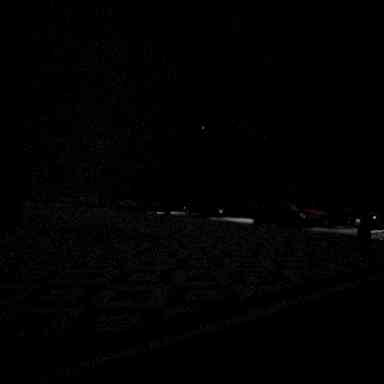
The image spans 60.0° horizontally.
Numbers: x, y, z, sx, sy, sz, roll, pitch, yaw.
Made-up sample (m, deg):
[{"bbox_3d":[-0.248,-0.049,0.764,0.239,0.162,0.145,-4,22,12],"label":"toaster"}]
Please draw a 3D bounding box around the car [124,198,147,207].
[{"bbox_3d":[-9.622,1.706,56.493,2.008,1.369,4.403,2,-1,-36],"label":"car"}]

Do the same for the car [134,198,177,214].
[{"bbox_3d":[-3.786,1.471,33.687,1.887,1.381,4.507,2,-1,-36],"label":"car"}]

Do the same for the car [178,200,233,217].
[{"bbox_3d":[1.151,1.483,31.367,2.128,1.511,4.902,2,-1,-36],"label":"car"}]

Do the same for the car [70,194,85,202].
[{"bbox_3d":[-28.771,1.468,83.271,2.192,1.841,5.009,2,-1,-36],"label":"car"}]

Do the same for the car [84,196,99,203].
[{"bbox_3d":[-22.490,1.679,74.481,1.752,1.417,4.829,2,-1,-36],"label":"car"}]

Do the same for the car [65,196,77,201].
[{"bbox_3d":[-32.067,1.678,87.868,1.752,1.417,4.829,2,-1,-36],"label":"car"}]

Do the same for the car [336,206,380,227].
[{"bbox_3d":[10.769,1.629,23.347,1.994,1.385,4.181,2,-1,-35],"label":"car"}]

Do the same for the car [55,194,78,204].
[{"bbox_3d":[-22.844,1.461,60.330,1.752,1.417,4.829,2,-1,-36],"label":"car"}]

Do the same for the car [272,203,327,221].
[{"bbox_3d":[9.533,1.704,29.717,1.947,1.339,4.313,2,-1,-36],"label":"car"}]

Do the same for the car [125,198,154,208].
[{"bbox_3d":[-7.929,1.631,49.467,2.033,1.411,5.357,2,-1,-35],"label":"car"}]

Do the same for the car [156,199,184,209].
[{"bbox_3d":[-3.237,1.702,47.567,2.008,1.369,4.403,2,-1,-36],"label":"car"}]

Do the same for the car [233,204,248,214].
[{"bbox_3d":[6.340,1.723,34.179,1.802,1.307,4.206,2,-1,-36],"label":"car"}]

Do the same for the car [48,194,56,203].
[{"bbox_3d":[-26.134,1.376,64.932,1.967,1.590,4.097,2,-1,-36],"label":"car"}]

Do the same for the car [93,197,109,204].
[{"bbox_3d":[-19.199,1.720,69.880,1.947,1.339,4.313,2,-1,-36],"label":"car"}]

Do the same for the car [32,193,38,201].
[{"bbox_3d":[-35.713,1.375,78.321,1.967,1.590,4.097,2,-1,-36],"label":"car"}]

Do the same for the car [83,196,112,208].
[{"bbox_3d":[-13.363,1.375,47.079,1.967,1.590,4.097,2,-1,-36],"label":"car"}]

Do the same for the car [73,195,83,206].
[{"bbox_3d":[-16.559,1.518,51.540,1.802,1.307,4.206,2,-1,-36],"label":"car"}]

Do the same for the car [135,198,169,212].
[{"bbox_3d":[-4.834,1.503,39.745,1.837,1.490,4.892,2,-1,-36],"label":"car"}]

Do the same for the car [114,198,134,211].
[{"bbox_3d":[-6.879,1.455,38.013,1.752,1.417,4.829,2,-1,-36],"label":"car"}]

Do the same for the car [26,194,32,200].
[{"bbox_3d":[-38.903,1.249,82.786,2.192,1.841,5.009,2,-1,-36],"label":"car"}]

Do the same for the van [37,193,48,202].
[{"bbox_3d":[-32.518,1.276,73.860,1.690,1.788,3.998,2,-1,-36],"label":"van"}]

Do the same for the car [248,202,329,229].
[{"bbox_3d":[5.777,1.356,20.326,1.967,1.590,4.097,2,-1,-37],"label":"car"}]

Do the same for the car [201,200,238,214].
[{"bbox_3d":[3.148,1.711,38.642,1.947,1.339,4.313,2,-1,-36],"label":"car"}]

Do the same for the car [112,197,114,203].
[{"bbox_3d":[-16.007,1.720,65.418,1.947,1.339,4.313,2,-1,-36],"label":"car"}]

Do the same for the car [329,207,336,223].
[{"bbox_3d":[6.985,1.463,23.209,1.882,1.535,5.008,2,-1,-36],"label":"car"}]
